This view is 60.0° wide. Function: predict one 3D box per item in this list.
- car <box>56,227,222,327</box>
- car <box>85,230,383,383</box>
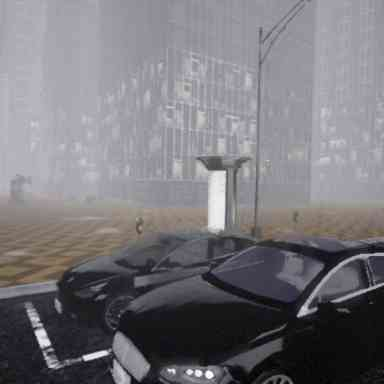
[{"bbox_3d":[-0.232,1.395,6.328,4.313,1.339,1.947,0,2,-33],"label":"car"},{"bbox_3d":[1.425,1.399,4.318,4.902,1.511,2.128,0,2,-33],"label":"car"}]
